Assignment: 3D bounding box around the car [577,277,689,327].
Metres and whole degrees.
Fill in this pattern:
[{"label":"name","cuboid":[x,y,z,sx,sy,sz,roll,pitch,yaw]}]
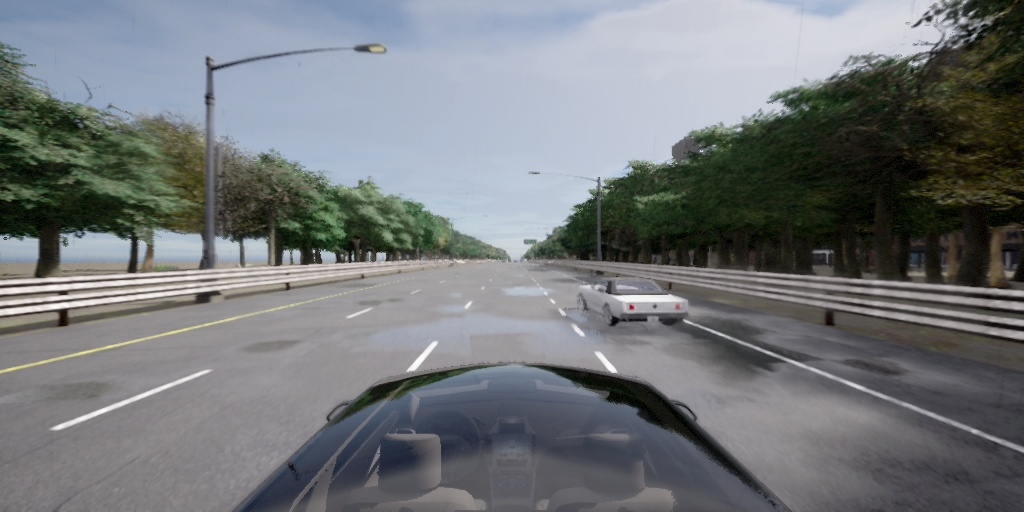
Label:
[{"label":"car","cuboid":[3.475,1.322,11.408,1.895,1.301,4.718,0,0,-4]}]
